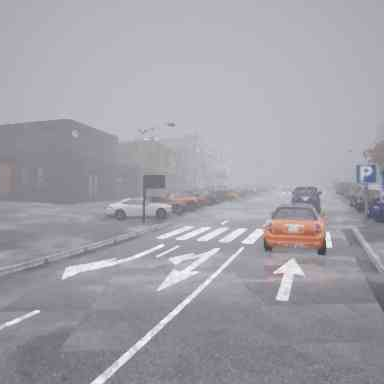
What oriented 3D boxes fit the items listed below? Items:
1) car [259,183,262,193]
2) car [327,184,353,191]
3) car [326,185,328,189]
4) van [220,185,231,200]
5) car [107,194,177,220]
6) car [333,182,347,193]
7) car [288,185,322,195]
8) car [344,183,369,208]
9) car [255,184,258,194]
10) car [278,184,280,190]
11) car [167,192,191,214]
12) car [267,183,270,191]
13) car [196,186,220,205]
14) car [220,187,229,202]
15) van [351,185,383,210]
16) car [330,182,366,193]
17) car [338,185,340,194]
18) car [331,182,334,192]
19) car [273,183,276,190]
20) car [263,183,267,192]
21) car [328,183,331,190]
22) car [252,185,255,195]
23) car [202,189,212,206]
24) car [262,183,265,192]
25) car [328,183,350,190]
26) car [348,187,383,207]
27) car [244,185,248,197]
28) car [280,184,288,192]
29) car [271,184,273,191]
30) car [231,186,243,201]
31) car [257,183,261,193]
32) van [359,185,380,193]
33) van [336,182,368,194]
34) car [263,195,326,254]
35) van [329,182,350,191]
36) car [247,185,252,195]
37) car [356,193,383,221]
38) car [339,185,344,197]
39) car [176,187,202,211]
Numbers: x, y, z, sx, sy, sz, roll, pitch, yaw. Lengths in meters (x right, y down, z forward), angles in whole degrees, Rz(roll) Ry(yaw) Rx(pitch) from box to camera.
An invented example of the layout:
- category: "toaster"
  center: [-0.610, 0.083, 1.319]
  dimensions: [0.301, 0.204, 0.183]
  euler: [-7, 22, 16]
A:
- category: "car"
  center: [10.226, -0.528, 62.447]
  dimensions: [4.553, 1.767, 2.185]
  euler: [-2, 2, 0]
- category: "car"
  center: [34.878, -1.078, 78.423]
  dimensions: [5.366, 1.575, 1.946]
  euler: [0, 2, 0]
- category: "car"
  center: [31.760, -0.877, 70.011]
  dimensions: [5.366, 1.575, 1.946]
  euler: [0, 2, 0]
- category: "van"
  center: [2.109, 0.225, 40.369]
  dimensions: [4.442, 1.987, 1.878]
  euler: [-2, 2, 0]
- category: "car"
  center: [-3.679, 1.128, 23.714]
  dimensions: [4.674, 1.452, 2.002]
  euler: [-2, 1, -1]
- category: "car"
  center: [22.675, -0.224, 44.698]
  dimensions: [5.566, 2.045, 2.435]
  euler: [0, 2, 1]
- category: "car"
  center: [9.419, 0.562, 27.419]
  dimensions: [2.150, 2.045, 5.566]
  euler: [0, 2, 20]
- category: "car"
  center: [15.012, 0.548, 25.091]
  dimensions: [5.566, 2.045, 2.435]
  euler: [0, 2, 2]
- category: "car"
  center: [8.201, -0.190, 56.936]
  dimensions: [4.892, 1.521, 2.231]
  euler: [-2, 2, 0]
- category: "car"
  center: [21.377, -1.179, 92.718]
  dimensions: [5.008, 1.535, 2.097]
  euler: [-1, 0, 1]
- category: "car"
  center: [-2.667, 1.010, 26.496]
  dimensions: [4.792, 1.488, 2.163]
  euler: [-2, 1, 0]
- category: "car"
  center: [13.229, -0.686, 70.715]
  dimensions: [5.008, 1.535, 2.097]
  euler: [-1, 2, 0]
- category: "car"
  center: [0.285, 0.534, 34.821]
  dimensions: [4.553, 1.767, 2.185]
  euler: [-2, 2, 0]
- category: "car"
  center: [1.239, 0.553, 37.610]
  dimensions: [5.008, 1.535, 2.097]
  euler: [-2, 1, 0]
- category: "van"
  center: [16.021, 0.463, 27.884]
  dimensions: [4.442, 1.987, 1.878]
  euler: [0, 2, 2]
- category: "car"
  center: [28.874, -0.865, 61.585]
  dimensions: [5.566, 2.045, 2.435]
  euler: [0, 2, 0]
- category: "car"
  center: [21.606, 0.167, 41.892]
  dimensions: [4.792, 1.488, 2.163]
  euler: [0, 2, 1]
- category: "car"
  center: [24.771, -0.444, 50.336]
  dimensions: [5.566, 2.045, 2.435]
  euler: [0, 2, 0]
- category: "car"
  center: [16.229, -1.164, 78.962]
  dimensions: [5.566, 2.045, 2.435]
  euler: [-1, 1, 0]
- category: "car"
  center: [12.239, -0.722, 67.953]
  dimensions: [4.553, 1.767, 2.185]
  euler: [-2, 2, 0]
- category: "car"
  center: [27.633, -0.518, 58.782]
  dimensions: [5.366, 1.575, 1.946]
  euler: [0, 2, 0]
- category: "car"
  center: [7.200, -0.084, 54.182]
  dimensions: [4.892, 1.521, 2.231]
  euler: [-2, 2, 0]
- category: "car"
  center: [-0.757, 0.798, 32.049]
  dimensions: [4.792, 1.488, 2.163]
  euler: [-2, 2, 0]
- category: "car"
  center: [11.203, -0.462, 65.217]
  dimensions: [4.674, 1.452, 2.002]
  euler: [-2, 1, 0]
- category: "car"
  center: [37.124, -1.304, 84.037]
  dimensions: [4.553, 1.767, 2.185]
  euler: [0, 1, 1]
- category: "car"
  center: [17.203, 0.453, 30.685]
  dimensions: [4.553, 1.767, 2.185]
  euler: [0, 2, 1]
- category: "car"
  center: [5.235, 0.156, 48.664]
  dimensions: [4.792, 1.488, 2.163]
  euler: [-2, 1, 0]
- category: "car"
  center: [21.085, -0.825, 73.502]
  dimensions: [1.837, 1.490, 4.892]
  euler: [0, 1, 20]
- category: "car"
  center: [15.064, -0.844, 76.223]
  dimensions: [5.366, 1.575, 1.946]
  euler: [-1, 1, 0]
- category: "car"
  center: [3.408, 0.332, 43.141]
  dimensions: [5.366, 1.575, 1.946]
  euler: [-2, 1, 0]
- category: "car"
  center: [9.201, -0.298, 59.696]
  dimensions: [5.008, 1.535, 2.097]
  euler: [-2, 2, 0]
- category: "van"
  center: [14.061, 0.683, 22.307]
  dimensions: [4.442, 1.987, 1.878]
  euler: [0, 2, 2]
- category: "van"
  center: [26.910, -0.637, 55.963]
  dimensions: [4.442, 1.987, 1.878]
  euler: [0, 2, 0]
- category: "car"
  center: [4.171, 1.217, 13.267]
  dimensions: [2.097, 1.767, 4.553]
  euler: [0, 2, 20]
- category: "van"
  center: [35.991, -1.357, 81.223]
  dimensions: [4.442, 1.987, 1.878]
  euler: [0, 1, 1]
- category: "car"
  center: [6.192, 0.021, 51.427]
  dimensions: [5.008, 1.535, 2.097]
  euler: [-2, 1, 0]
- category: "car"
  center: [12.844, 1.018, 19.529]
  dimensions: [5.008, 1.535, 2.097]
  euler: [0, 2, 2]
- category: "car"
  center: [20.510, 0.249, 39.078]
  dimensions: [4.892, 1.521, 2.231]
  euler: [0, 2, 1]
- category: "car"
  center: [-1.686, 0.748, 29.265]
  dimensions: [4.553, 1.767, 2.185]
  euler: [-2, 2, 0]
